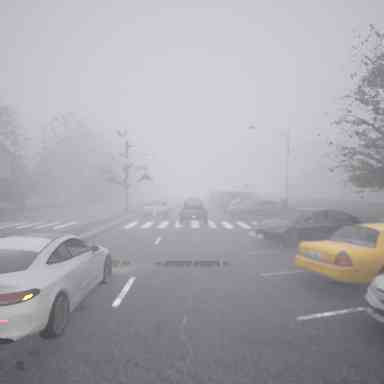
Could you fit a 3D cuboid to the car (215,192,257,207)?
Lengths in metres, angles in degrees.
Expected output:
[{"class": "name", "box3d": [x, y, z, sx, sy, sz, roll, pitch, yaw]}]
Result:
[{"class": "car", "box3d": [5.039, 1.125, 32.405, 4.553, 1.767, 2.185, 1, 0, -20]}]

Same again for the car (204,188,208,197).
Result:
[{"class": "car", "box3d": [5.094, 0.876, 47.343, 5.566, 2.045, 2.435, 1, 0, -20]}]

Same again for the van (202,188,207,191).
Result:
[{"class": "van", "box3d": [4.957, 0.607, 68.168, 4.442, 1.987, 1.878, 0, 2, -20]}]

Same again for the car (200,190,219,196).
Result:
[{"class": "car", "box3d": [5.068, 0.256, 95.059, 4.892, 1.521, 2.231, 0, 1, -20]}]

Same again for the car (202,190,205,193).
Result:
[{"class": "car", "box3d": [4.891, 0.981, 59.200, 5.366, 1.575, 1.946, 1, 1, -20]}]

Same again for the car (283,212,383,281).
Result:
[{"class": "car", "box3d": [5.242, 1.444, 8.487, 5.366, 1.575, 1.946, 1, 0, -20]}]

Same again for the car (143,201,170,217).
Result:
[{"class": "car", "box3d": [-2.903, 1.397, 28.146, 1.895, 1.301, 4.718, 0, 0, 0]}]

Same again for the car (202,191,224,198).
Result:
[{"class": "car", "box3d": [5.087, 0.600, 80.170, 4.792, 1.488, 2.163, 0, 1, -20]}]

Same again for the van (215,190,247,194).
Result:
[{"class": "van", "box3d": [5.178, 1.002, 35.439, 4.442, 1.987, 1.878, 1, 0, -20]}]

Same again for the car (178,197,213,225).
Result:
[{"class": "car", "box3d": [0.098, 1.331, 22.924, 2.128, 1.511, 4.902, 0, 0, 0]}]

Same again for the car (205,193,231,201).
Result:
[{"class": "car", "box3d": [5.057, 0.927, 65.242, 4.674, 1.452, 2.002, 0, 1, -20]}]

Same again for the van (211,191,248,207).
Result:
[{"class": "van", "box3d": [4.960, 0.926, 44.300, 4.442, 1.987, 1.878, 1, 1, -20]}]

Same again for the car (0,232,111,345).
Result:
[{"class": "car", "box3d": [-2.900, 1.495, 6.376, 1.812, 1.442, 4.674, 0, 0, 0]}]

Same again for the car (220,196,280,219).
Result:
[{"class": "car", "box3d": [5.042, 1.330, 26.416, 4.792, 1.488, 2.163, 1, 1, -20]}]

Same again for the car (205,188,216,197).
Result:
[{"class": "car", "box3d": [5.044, 0.926, 41.347, 5.566, 2.045, 2.435, 1, 1, -20]}]

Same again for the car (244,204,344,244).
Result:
[{"class": "car", "box3d": [5.043, 1.428, 14.410, 4.792, 1.488, 2.163, 1, 1, -20]}]

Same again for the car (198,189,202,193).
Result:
[{"class": "car", "box3d": [4.887, 0.635, 77.108, 5.366, 1.575, 1.946, 0, 2, -20]}]

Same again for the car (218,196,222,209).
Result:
[{"class": "car", "box3d": [5.062, 1.316, 29.434, 4.674, 1.452, 2.002, 1, 0, -20]}]

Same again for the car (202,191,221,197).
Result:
[{"class": "car", "box3d": [5.055, 0.476, 86.122, 4.674, 1.452, 2.002, 0, 1, -20]}]

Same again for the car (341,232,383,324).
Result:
[{"class": "car", "box3d": [5.075, 1.504, 5.414, 4.674, 1.452, 2.002, 1, 1, -20]}]

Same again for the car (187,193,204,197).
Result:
[{"class": "car", "box3d": [0.095, 1.181, 41.072, 2.128, 1.511, 4.902, 0, 0, 0]}]

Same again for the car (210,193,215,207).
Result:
[{"class": "car", "box3d": [5.060, 1.203, 38.381, 4.892, 1.521, 2.231, 1, 0, -20]}]

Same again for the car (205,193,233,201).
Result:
[{"class": "car", "box3d": [5.089, 0.971, 62.270, 4.792, 1.488, 2.163, 0, 1, -20]}]
